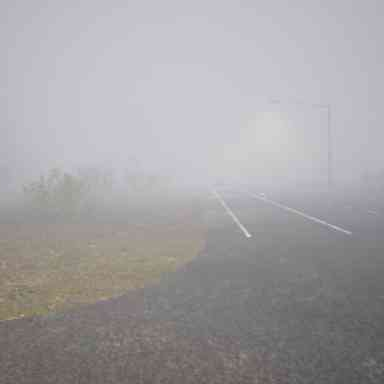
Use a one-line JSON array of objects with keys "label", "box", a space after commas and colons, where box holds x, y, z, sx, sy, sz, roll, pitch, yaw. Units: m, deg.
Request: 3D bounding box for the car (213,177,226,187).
[{"label": "car", "box": [4.697, -1.838, 56.536, 2.097, 1.767, 4.553, -2, 3, 3]}]
